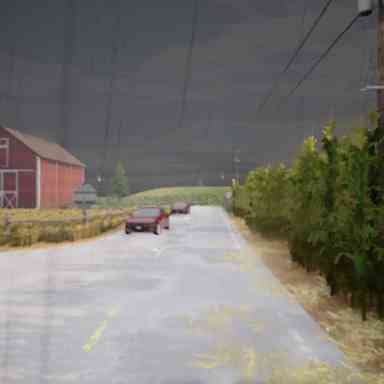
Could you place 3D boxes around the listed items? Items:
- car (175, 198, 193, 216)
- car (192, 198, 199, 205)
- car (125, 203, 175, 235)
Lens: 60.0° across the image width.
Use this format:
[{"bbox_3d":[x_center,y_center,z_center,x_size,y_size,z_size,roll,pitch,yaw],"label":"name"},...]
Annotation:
[{"bbox_3d":[-1.284,1.800,37.006,1.882,1.535,5.008,0,0,5],"label":"car"},{"bbox_3d":[-0.101,1.851,61.556,1.837,1.490,4.892,0,-1,-18],"label":"car"},{"bbox_3d":[-2.550,1.653,20.179,1.882,1.535,5.008,0,0,7],"label":"car"}]
